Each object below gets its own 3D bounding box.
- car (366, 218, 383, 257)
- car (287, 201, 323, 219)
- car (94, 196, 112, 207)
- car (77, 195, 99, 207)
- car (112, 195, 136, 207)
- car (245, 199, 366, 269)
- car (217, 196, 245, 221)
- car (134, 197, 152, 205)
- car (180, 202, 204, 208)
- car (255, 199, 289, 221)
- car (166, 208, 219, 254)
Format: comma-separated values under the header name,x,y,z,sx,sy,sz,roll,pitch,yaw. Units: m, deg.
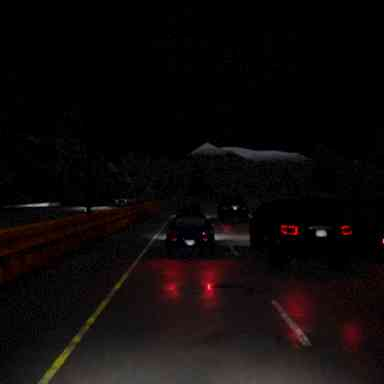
name,x,y,z,sx,sy,sz,roll,pitch,yaw
car,6.953,1.664,13.264,1.895,1.301,4.718,0,0,0
car,10.528,1.627,31.390,1.882,1.535,5.008,0,0,2
car,-14.614,1.880,57.623,1.895,1.301,4.718,0,0,11
car,-18.011,1.505,58.506,2.150,2.045,5.566,0,0,11
car,-11.159,1.495,57.038,2.150,2.045,5.566,0,0,11
car,3.456,1.269,11.578,2.150,2.045,5.566,0,-1,0
car,3.415,1.361,28.545,2.150,2.045,5.566,0,0,1
car,-7.738,1.835,56.223,1.994,1.385,4.181,0,0,11
car,-0.037,1.650,29.700,1.837,1.490,4.892,0,0,2
car,6.955,1.491,29.386,2.097,1.767,4.553,0,0,2
car,-0.051,1.593,13.726,1.812,1.442,4.674,0,-1,0
